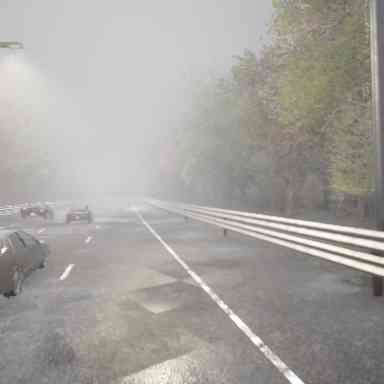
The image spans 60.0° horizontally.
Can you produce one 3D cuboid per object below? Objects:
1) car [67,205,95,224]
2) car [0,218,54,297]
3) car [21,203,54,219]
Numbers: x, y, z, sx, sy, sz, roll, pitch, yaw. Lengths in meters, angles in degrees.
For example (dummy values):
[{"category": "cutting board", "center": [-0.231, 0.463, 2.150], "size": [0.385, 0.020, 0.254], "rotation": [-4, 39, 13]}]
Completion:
[{"category": "car", "center": [-9.390, 1.821, 28.230], "size": [2.128, 1.511, 4.902], "rotation": [-2, 0, -12]}, {"category": "car", "center": [-5.152, 1.711, 8.713], "size": [2.033, 1.411, 5.357], "rotation": [-2, 0, -13]}, {"category": "car", "center": [-12.845, 1.687, 27.974], "size": [1.895, 1.301, 4.718], "rotation": [7, -9, -14]}]
